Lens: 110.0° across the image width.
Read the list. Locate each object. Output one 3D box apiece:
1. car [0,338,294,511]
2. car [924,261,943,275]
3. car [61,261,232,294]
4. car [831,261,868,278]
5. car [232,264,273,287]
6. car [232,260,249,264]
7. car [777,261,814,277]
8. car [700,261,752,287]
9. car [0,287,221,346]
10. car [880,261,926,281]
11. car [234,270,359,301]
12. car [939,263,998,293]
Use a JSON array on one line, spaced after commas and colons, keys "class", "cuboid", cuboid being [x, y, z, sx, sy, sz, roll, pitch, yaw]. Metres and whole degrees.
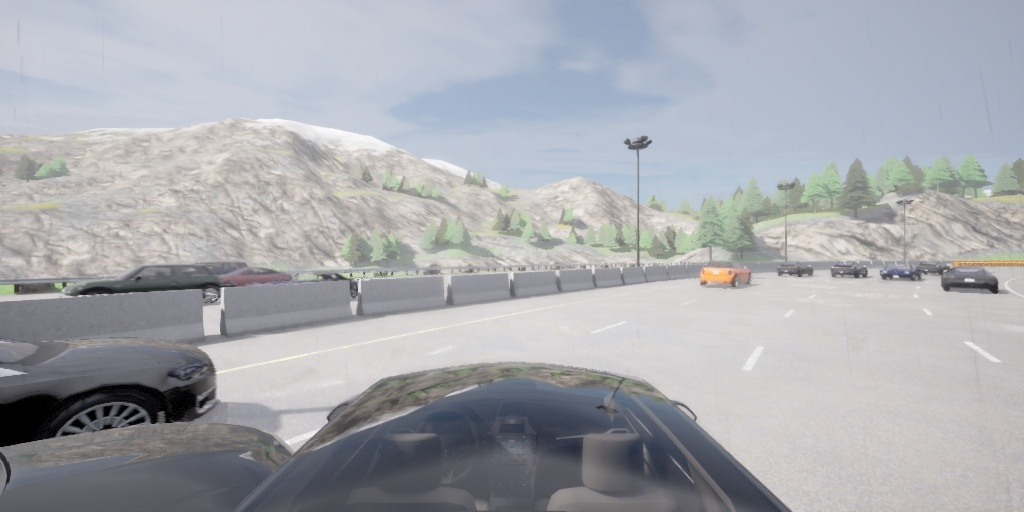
[{"class": "car", "cuboid": [-2.982, 1.255, 0.524, 4.892, 1.490, 1.837, 0, 0, -45]}, {"class": "car", "cuboid": [43.308, 1.242, 36.862, 4.902, 1.511, 2.128, 0, 0, -31]}, {"class": "car", "cuboid": [-14.280, 1.102, 14.157, 2.097, 1.767, 4.553, 0, 0, 39]}, {"class": "car", "cuboid": [31.370, 1.242, 33.338, 4.902, 1.511, 2.128, 0, 0, -35]}, {"class": "car", "cuboid": [-14.352, 1.314, 19.640, 1.994, 1.385, 4.181, 0, 0, 40]}, {"class": "car", "cuboid": [-17.726, 1.102, 21.034, 2.097, 1.767, 4.553, 0, 0, 39]}, {"class": "car", "cuboid": [27.688, 1.241, 34.993, 4.902, 1.511, 2.128, 0, 0, -35]}, {"class": "car", "cuboid": [14.640, 1.101, 24.414, 4.553, 1.767, 2.097, 0, 0, -43]}, {"class": "car", "cuboid": [-5.312, 1.240, 2.615, 2.128, 1.511, 4.902, 0, 0, 37]}, {"class": "car", "cuboid": [32.304, 1.351, 29.728, 4.718, 1.301, 1.895, 0, 0, -35]}, {"class": "car", "cuboid": [-8.751, 1.351, 15.489, 1.895, 1.301, 4.718, 0, 0, 40]}, {"class": "car", "cuboid": [26.855, 1.314, 21.094, 4.181, 1.385, 1.994, 0, 0, -40]}]
